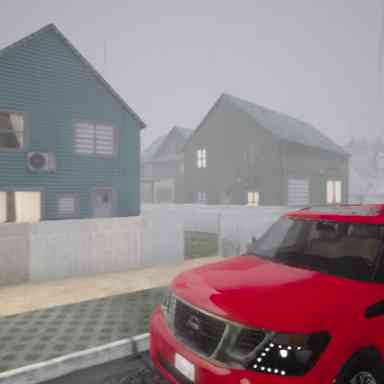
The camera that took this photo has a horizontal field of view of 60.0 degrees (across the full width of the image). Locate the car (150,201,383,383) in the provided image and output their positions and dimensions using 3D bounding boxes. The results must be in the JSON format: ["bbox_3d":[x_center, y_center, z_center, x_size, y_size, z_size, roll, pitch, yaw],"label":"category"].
[{"bbox_3d":[2.205,1.219,4.572,5.566,2.045,2.150,0,0,-35],"label":"car"}]

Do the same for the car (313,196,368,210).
[{"bbox_3d":[16.936,1.198,38.169,5.357,1.411,2.033,1,1,42],"label":"car"}]
